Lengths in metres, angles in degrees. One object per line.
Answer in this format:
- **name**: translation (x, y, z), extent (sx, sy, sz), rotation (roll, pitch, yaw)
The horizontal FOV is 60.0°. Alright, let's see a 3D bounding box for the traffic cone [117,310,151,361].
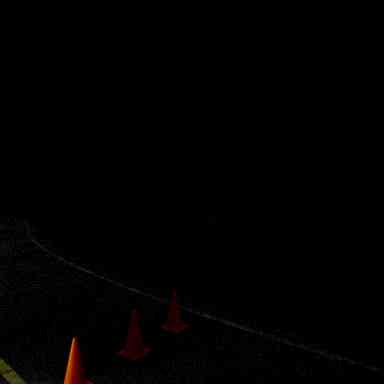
- **traffic cone**: translation (-0.802, 1.938, 4.617), extent (0.340, 0.580, 0.340), rotation (1, 1, 31)

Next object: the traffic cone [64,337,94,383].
- **traffic cone**: translation (-1.321, 1.945, 3.766), extent (0.340, 0.580, 0.340), rotation (1, 1, 31)

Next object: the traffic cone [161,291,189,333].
- **traffic cone**: translation (-0.283, 1.931, 5.468), extent (0.340, 0.580, 0.340), rotation (1, 1, 31)
